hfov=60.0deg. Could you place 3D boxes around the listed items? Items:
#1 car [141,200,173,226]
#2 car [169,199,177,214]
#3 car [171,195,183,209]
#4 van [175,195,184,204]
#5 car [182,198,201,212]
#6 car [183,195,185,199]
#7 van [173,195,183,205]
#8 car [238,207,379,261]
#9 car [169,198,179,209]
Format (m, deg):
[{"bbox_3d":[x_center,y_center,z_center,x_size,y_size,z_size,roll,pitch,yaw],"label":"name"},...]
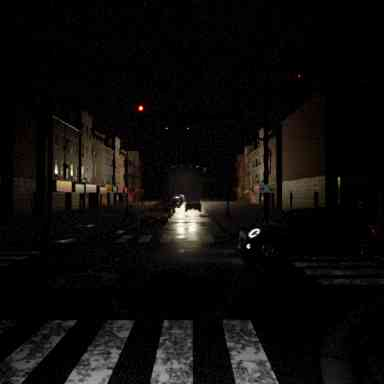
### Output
[{"bbox_3d":[-2.616,1.542,23.867,1.752,1.417,4.829,0,0,0],"label":"car"},{"bbox_3d":[-2.612,1.570,29.642,1.887,1.381,4.507,0,0,0],"label":"car"},{"bbox_3d":[-2.599,1.500,46.458,1.967,1.590,4.097,0,0,0],"label":"car"},{"bbox_3d":[-2.581,1.463,68.880,1.690,1.788,3.998,0,0,0],"label":"van"},{"bbox_3d":[0.122,1.645,39.737,1.895,1.301,4.718,0,0,0],"label":"car"},{"bbox_3d":[-2.594,1.514,52.063,1.967,1.590,4.097,0,0,0],"label":"car"},{"bbox_3d":[-2.585,1.446,63.275,1.690,1.788,3.998,0,0,0],"label":"van"},{"bbox_3d":[3.953,1.357,11.851,4.553,1.767,2.097,0,0,0],"label":"car"},{"bbox_3d":[-2.608,1.617,35.247,1.802,1.307,4.206,0,0,0],"label":"car"}]
